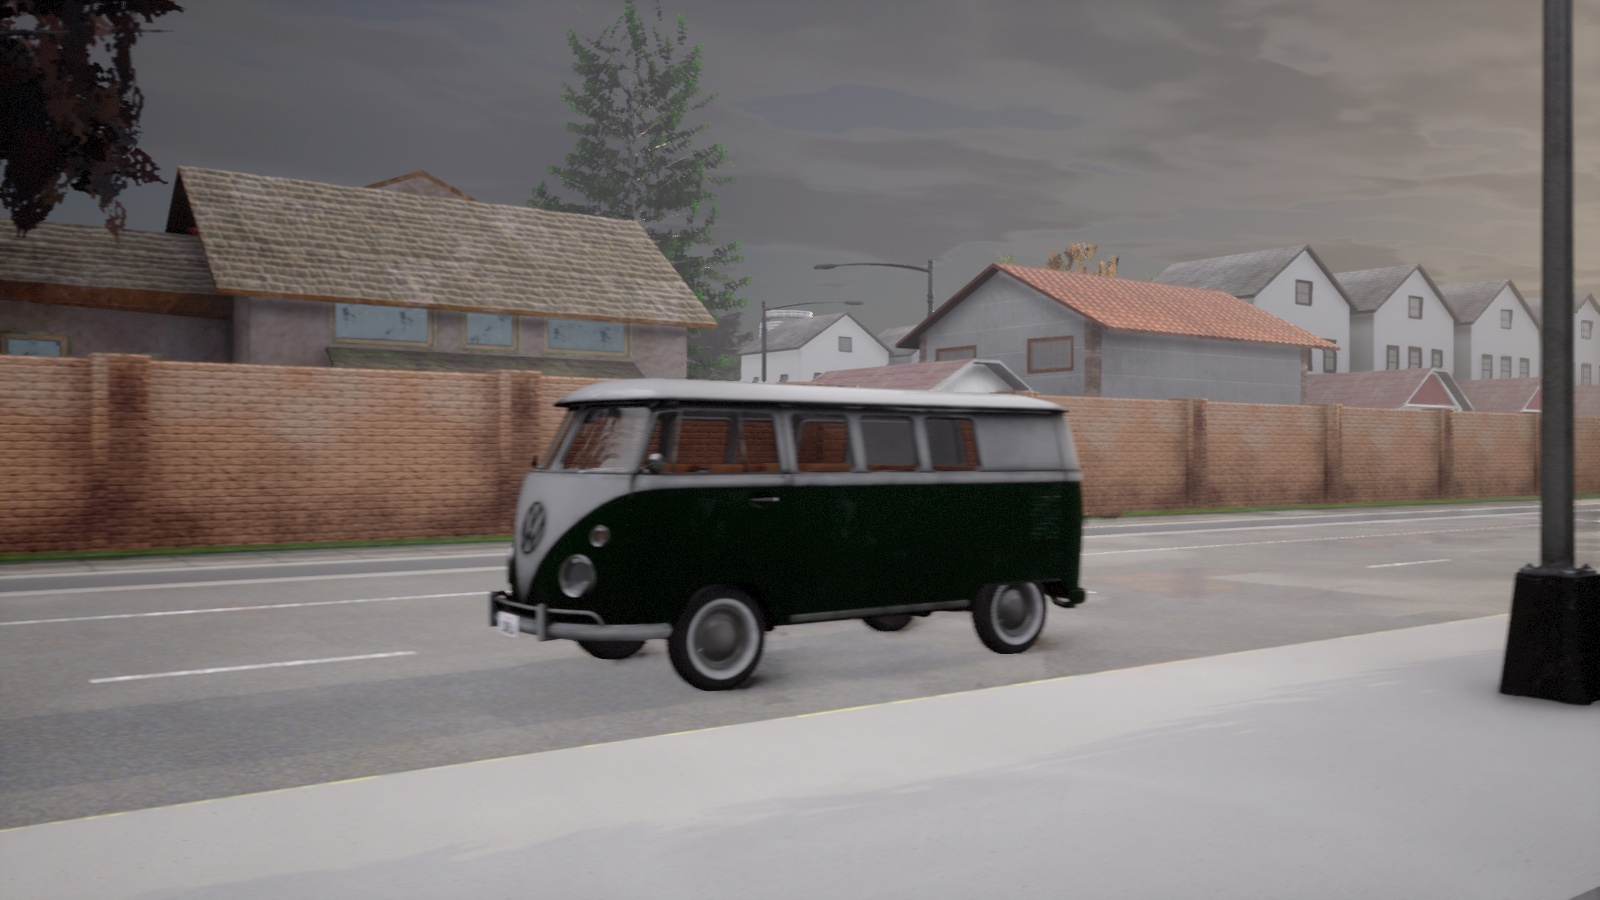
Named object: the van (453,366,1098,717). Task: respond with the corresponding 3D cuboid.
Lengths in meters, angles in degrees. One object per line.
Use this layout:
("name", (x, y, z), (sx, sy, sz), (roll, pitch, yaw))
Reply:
("van", (-0.039, 0.520, 9.115), (4.442, 1.987, 1.775), (0, 0, -35))
